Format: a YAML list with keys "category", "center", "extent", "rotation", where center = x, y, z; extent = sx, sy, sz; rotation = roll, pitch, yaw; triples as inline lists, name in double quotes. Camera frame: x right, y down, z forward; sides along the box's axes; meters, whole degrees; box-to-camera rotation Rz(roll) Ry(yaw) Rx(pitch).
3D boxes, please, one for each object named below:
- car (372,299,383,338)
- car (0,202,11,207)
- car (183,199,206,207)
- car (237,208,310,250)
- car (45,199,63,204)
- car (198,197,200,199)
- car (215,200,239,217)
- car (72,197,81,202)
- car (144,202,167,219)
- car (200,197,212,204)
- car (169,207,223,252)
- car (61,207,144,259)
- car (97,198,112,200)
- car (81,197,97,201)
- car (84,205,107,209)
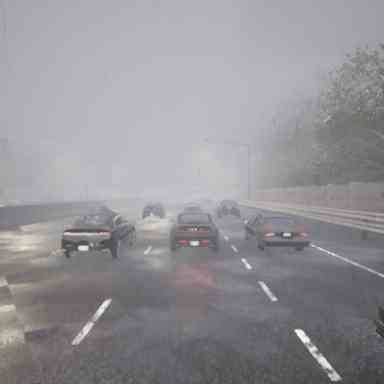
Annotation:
- category: "car"
  center: [3.569, 1.543, 2.287]
  extent: [2.033, 1.411, 5.357]
  rotation: [0, 0, -2]
- category: "car"
  center: [-17.618, 1.656, 29.331]
  extent: [2.128, 1.511, 4.902]
  rotation: [0, 0, 0]
- category: "car"
  center: [0.075, 1.705, 31.970]
  extent: [1.812, 1.442, 4.674]
  rotation: [0, 0, 0]
- category: "car"
  center: [3.494, 1.625, 14.633]
  extent: [2.033, 1.411, 5.357]
  rotation: [0, 0, 0]
- category: "car"
  center: [-28.052, 1.989, 67.430]
  extent: [1.895, 1.301, 4.718]
  rotation: [0, 0, 0]
- category: "car"
  center: [3.433, 2.064, 87.332]
  extent: [2.128, 1.511, 4.902]
  rotation: [0, 0, 0]
- category: "car"
  center: [3.475, 1.535, 33.244]
  extent: [2.097, 1.767, 4.553]
  rotation: [0, 0, 0]
- category: "car"
  center: [-24.555, 1.897, 72.319]
  extent: [1.837, 1.490, 4.892]
  rotation: [0, 0, 0]
- category: "car"
  center: [-3.421, 1.678, 30.811]
  extent: [1.837, 1.490, 4.892]
  rotation: [0, 0, 0]
- category: "car"
  center: [3.442, 1.926, 75.312]
  extent: [1.882, 1.535, 5.008]
  rotation: [0, 0, 0]
- category: "car"
  center: [0.090, 1.583, 14.197]
  extent: [1.837, 1.490, 4.892]
  rotation: [0, 0, 0]
- category: "car"
  center: [-3.409, 1.563, 12.872]
  extent: [2.128, 1.511, 4.902]
  rotation: [0, 0, 0]
- category: "car"
  center: [-17.553, 1.933, 69.685]
  extent: [2.033, 1.411, 5.357]
  rotation: [0, 0, 0]
- category: "car"
  center: [-21.054, 1.747, 70.130]
  extent: [2.097, 1.767, 4.553]
  rotation: [0, 0, 0]
- category: "car"
  center: [-6.916, 1.683, 24.291]
  extent: [2.033, 1.411, 5.357]
  rotation: [0, 0, 0]
